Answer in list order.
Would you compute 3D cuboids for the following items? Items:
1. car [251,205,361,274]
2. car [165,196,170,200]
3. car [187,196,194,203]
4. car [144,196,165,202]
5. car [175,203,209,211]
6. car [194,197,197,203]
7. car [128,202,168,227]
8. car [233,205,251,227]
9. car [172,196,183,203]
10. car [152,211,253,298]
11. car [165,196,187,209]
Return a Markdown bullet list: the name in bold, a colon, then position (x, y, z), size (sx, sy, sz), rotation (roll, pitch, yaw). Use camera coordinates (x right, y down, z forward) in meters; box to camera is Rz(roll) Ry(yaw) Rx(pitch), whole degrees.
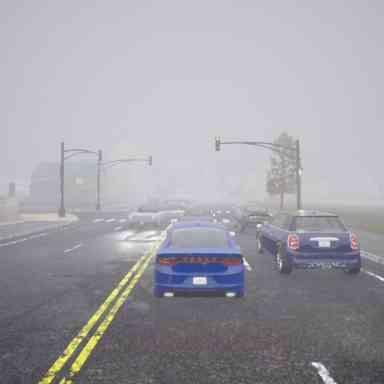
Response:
- **car**: position (3.439, 1.358, 10.694), size (2.097, 1.767, 4.553), rotation (0, 0, 1)
- **car**: position (-4.511, 1.461, 60.792), size (2.097, 1.767, 4.553), rotation (0, 0, 4)
- **car**: position (-1.260, 1.668, 60.734), size (1.994, 1.385, 4.181), rotation (0, 0, 4)
- **car**: position (-5.390, 1.575, 46.253), size (1.837, 1.490, 4.892), rotation (0, 0, 3)
- **car**: position (0.307, 1.562, 18.411), size (2.033, 1.411, 5.357), rotation (0, 0, 1)
- **car**: position (-0.026, 1.678, 76.290), size (1.812, 1.442, 4.674), rotation (0, 0, 5)
- **car**: position (-3.041, 1.623, 22.792), size (1.895, 1.301, 4.718), rotation (0, 0, 2)
- **car**: position (3.596, 1.520, 19.846), size (1.837, 1.490, 4.892), rotation (0, 0, 1)
- **car**: position (-3.310, 1.638, 76.016), size (1.882, 1.535, 5.008), rotation (0, 0, 5)
- **car**: position (0.160, 1.483, 8.598), size (1.882, 1.535, 5.008), rotation (0, 0, 0)
- **car**: position (-2.132, 1.669, 46.358), size (1.895, 1.301, 4.718), rotation (0, 0, 3)
